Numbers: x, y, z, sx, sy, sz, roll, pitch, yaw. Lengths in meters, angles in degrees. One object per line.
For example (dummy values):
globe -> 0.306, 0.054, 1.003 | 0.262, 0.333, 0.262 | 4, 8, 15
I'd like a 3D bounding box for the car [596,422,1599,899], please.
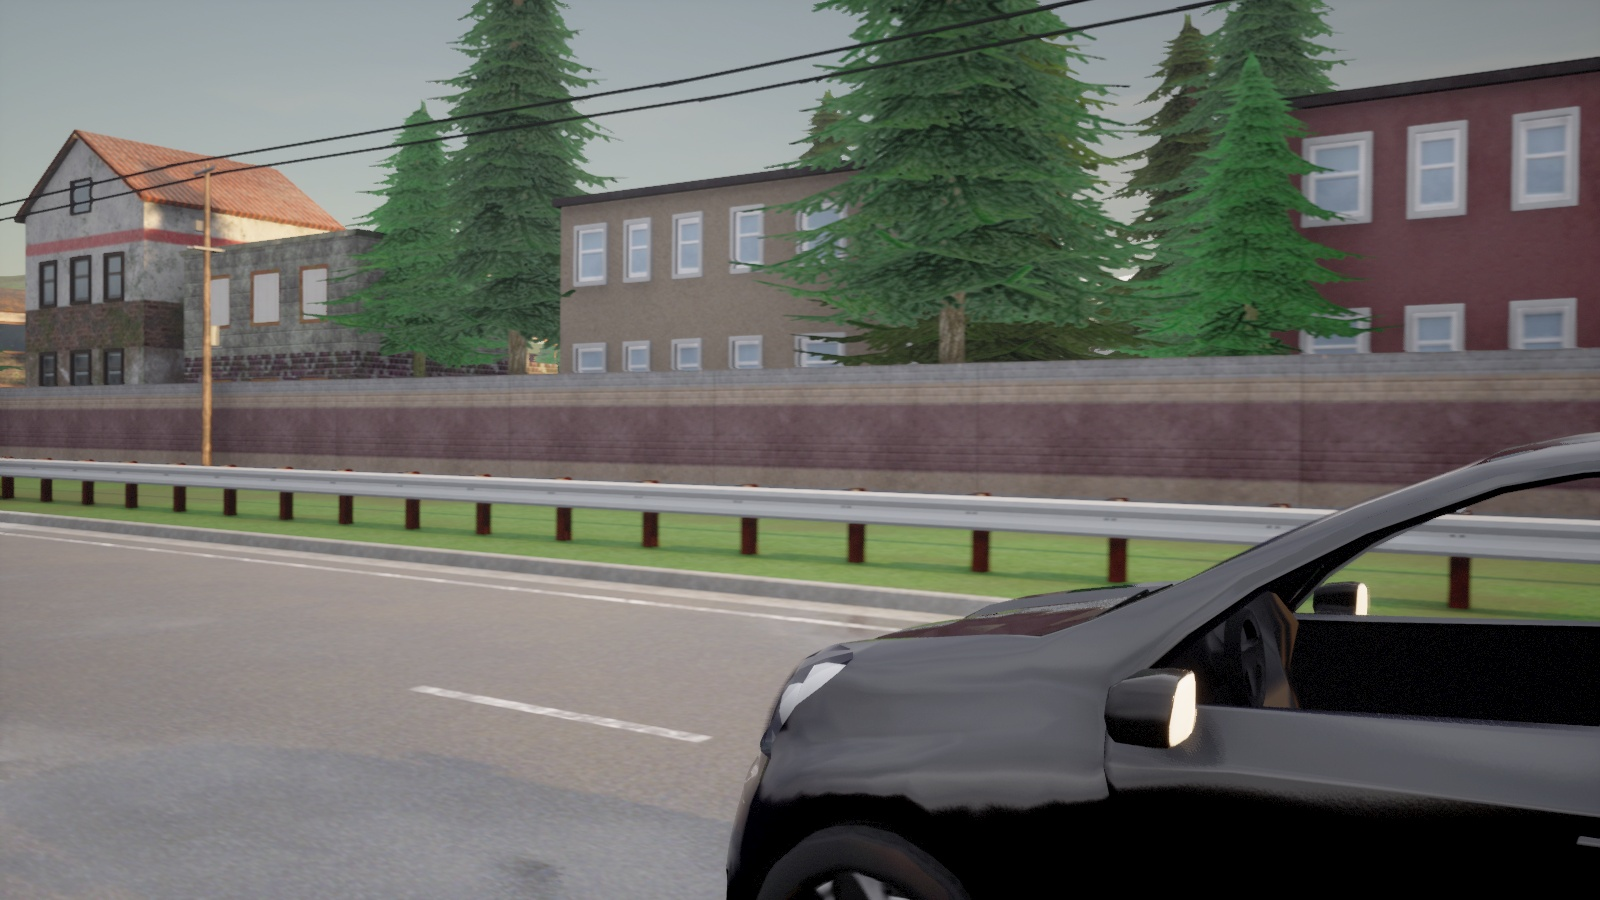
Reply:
car -> 1.574, 0.696, 2.578 | 3.633, 1.501, 1.845 | 0, 1, 34
